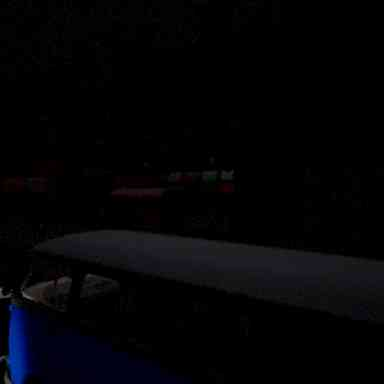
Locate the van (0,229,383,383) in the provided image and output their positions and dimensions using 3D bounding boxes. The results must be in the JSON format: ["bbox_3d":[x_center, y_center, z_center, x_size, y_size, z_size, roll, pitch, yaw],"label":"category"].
[{"bbox_3d":[0.041,1.318,2.794,3.998,1.788,1.690,1,0,36],"label":"van"}]
